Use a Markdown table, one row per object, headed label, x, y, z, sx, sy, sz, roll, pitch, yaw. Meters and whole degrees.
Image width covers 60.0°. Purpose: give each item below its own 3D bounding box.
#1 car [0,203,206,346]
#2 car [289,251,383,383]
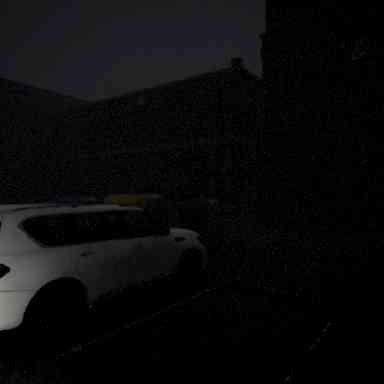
| label | x | y | z | sx | sy | sz | roll | pitch | yaw |
| --- | --- | --- | --- | --- | --- | --- | --- | --- | --- |
| car | -1.917 | 1.232 | 6.758 | 2.435 | 2.045 | 5.566 | 0 | 0 | 36 |
| car | 2.577 | 1.509 | 3.482 | 2.163 | 1.488 | 4.792 | 0 | 0 | 35 |
